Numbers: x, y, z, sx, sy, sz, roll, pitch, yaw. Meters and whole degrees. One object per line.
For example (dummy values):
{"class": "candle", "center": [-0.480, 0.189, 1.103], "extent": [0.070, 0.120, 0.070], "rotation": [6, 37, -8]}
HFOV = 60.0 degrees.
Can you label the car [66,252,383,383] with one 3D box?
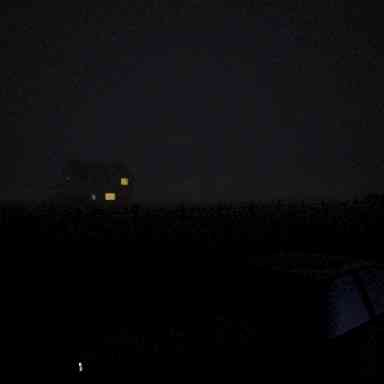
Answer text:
{"class": "car", "center": [1.369, 1.548, 4.160], "extent": [5.357, 1.411, 2.033], "rotation": [0, 0, -38]}
